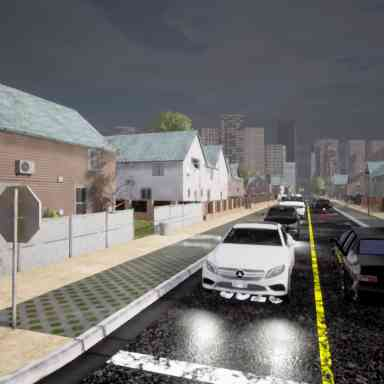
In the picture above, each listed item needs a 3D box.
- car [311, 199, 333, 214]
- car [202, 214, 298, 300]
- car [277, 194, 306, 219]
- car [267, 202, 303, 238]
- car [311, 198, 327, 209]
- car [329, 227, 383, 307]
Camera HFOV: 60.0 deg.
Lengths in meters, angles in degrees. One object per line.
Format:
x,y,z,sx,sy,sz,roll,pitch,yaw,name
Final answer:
14.352,1.522,36.545,1.837,1.490,4.892,0,0,18,car
1.685,1.533,8.693,1.812,1.442,4.674,0,0,19,car
8.870,1.240,29.558,2.150,2.045,5.566,0,0,19,car
4.915,1.515,18.082,1.837,1.490,4.892,0,0,19,car
17.590,1.586,46.181,1.994,1.385,4.181,0,0,19,car
4.445,1.551,7.947,2.033,1.411,5.357,0,0,19,car
